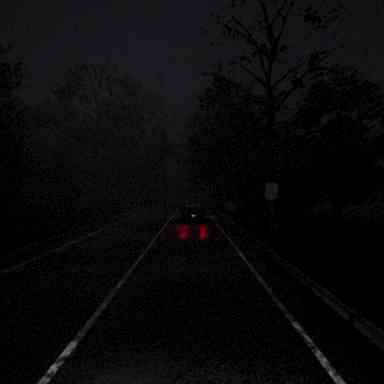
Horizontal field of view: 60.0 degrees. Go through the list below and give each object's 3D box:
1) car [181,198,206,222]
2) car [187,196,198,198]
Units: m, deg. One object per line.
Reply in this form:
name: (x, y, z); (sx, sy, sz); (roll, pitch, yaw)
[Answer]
car: (0.097, 1.454, 25.600); (1.812, 1.442, 4.674); (0, 0, 0)
car: (0.091, 1.230, 42.177); (2.097, 1.767, 4.553); (0, 0, 0)
